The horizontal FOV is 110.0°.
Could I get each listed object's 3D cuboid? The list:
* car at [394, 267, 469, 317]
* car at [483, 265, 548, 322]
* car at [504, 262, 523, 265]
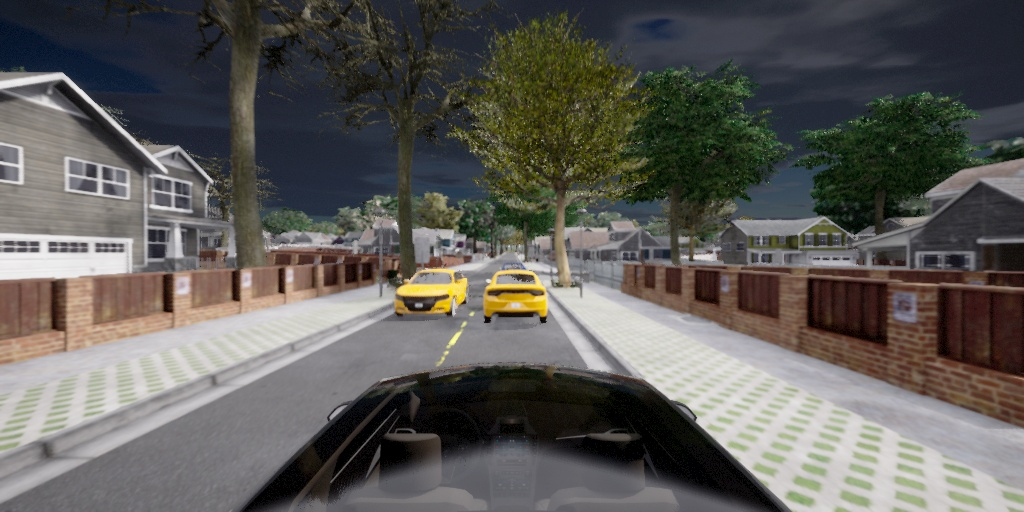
[{"bbox_3d":[-2.783,1.214,13.310,1.882,1.535,5.008,0,0,1],"label":"car"},{"bbox_3d":[0.105,1.217,12.308,1.882,1.535,5.008,0,0,0],"label":"car"},{"bbox_3d":[0.105,1.182,24.884,1.882,1.535,5.008,0,0,0],"label":"car"}]
